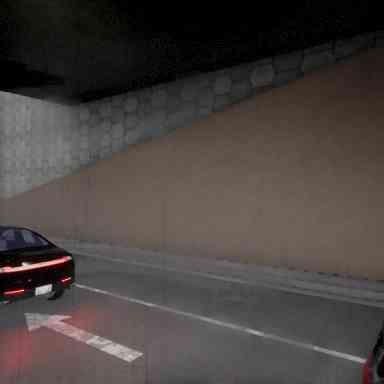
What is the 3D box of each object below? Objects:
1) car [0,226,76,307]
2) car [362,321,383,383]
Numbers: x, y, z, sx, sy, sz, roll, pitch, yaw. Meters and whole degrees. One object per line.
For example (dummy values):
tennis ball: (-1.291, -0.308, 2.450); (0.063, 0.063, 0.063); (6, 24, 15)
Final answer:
car: (-4.557, 1.492, 7.222); (4.902, 1.511, 2.128); (0, 0, 36)
car: (3.756, 1.223, 1.264); (5.566, 2.045, 2.150); (0, 0, 35)
